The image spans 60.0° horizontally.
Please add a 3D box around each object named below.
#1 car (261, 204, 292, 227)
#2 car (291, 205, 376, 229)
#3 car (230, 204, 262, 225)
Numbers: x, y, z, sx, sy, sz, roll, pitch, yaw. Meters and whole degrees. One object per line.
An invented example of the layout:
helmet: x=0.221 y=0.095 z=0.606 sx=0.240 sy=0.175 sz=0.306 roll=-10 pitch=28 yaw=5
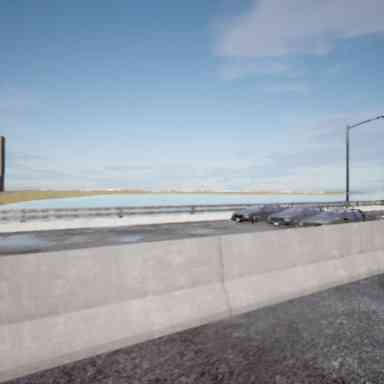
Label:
car: x=7.377 y=1.590 z=22.065 sx=5.357 sy=1.411 sz=2.033 roll=0 pitch=0 yaw=-35
car: x=8.178 y=1.587 z=18.352 sx=5.357 sy=1.411 sz=2.033 roll=0 pitch=0 yaw=-35
car: x=5.402 y=1.590 z=24.954 sx=5.357 sy=1.411 sz=2.033 roll=0 pitch=0 yaw=-35
